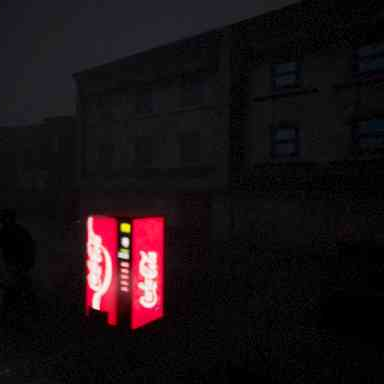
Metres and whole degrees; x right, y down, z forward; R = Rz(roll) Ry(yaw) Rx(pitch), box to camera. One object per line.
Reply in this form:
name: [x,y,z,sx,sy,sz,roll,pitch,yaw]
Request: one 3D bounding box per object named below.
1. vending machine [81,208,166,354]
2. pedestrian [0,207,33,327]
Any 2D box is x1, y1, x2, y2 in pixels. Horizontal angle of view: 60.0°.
vending machine: [-1.139,1.362,5.666,0.880,2.100,1.100,1,1,36]
pedestrian: [-2.789,1.122,5.160,0.375,1.860,0.375,1,1,36]
